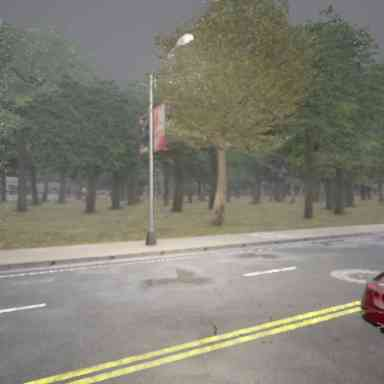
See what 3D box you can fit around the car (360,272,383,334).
[{"bbox_3d":[4.865,1.638,5.681,4.181,1.385,1.994,0,-1,-29],"label":"car"}]
